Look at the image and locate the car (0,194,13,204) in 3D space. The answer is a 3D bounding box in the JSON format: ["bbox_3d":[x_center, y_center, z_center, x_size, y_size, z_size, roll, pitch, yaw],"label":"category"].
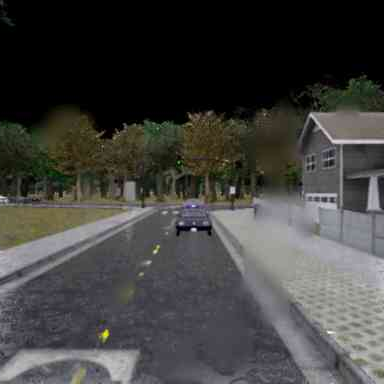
[{"bbox_3d":[-35.766,1.240,60.148,5.566,2.045,2.150,0,0,23],"label":"car"}]

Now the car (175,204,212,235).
[{"bbox_3d":[0.094,1.598,18.791,1.895,1.301,4.718,0,0,0],"label":"car"}]

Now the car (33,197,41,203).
[{"bbox_3d":[-34.373,1.632,70.163,4.718,1.301,1.895,0,0,23],"label":"car"}]

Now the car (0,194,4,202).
[{"bbox_3d":[-44.652,1.233,74.595,4.553,1.767,2.097,0,0,23],"label":"car"}]

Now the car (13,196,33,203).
[{"bbox_3d":[-35.307,1.551,67.027,5.357,1.411,2.033,0,0,23],"label":"car"}]

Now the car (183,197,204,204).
[{"bbox_3d":[0.171,1.350,33.561,2.097,1.767,4.553,0,0,1],"label":"car"}]
